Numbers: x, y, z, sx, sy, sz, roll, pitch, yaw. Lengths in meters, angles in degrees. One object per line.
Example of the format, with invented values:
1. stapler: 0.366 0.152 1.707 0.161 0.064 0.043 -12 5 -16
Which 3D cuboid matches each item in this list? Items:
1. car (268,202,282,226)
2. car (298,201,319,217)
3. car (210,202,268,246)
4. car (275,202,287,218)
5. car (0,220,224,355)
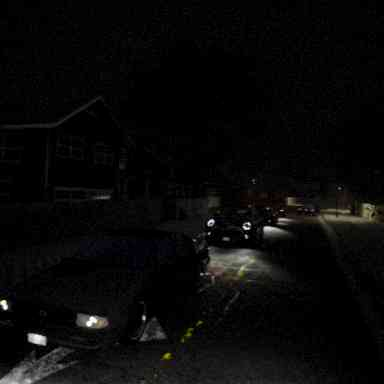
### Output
1. car: 5.451 1.735 25.353 1.994 1.385 4.181 2 0 20
2. car: 13.226 2.004 38.238 2.033 1.411 5.357 2 0 21
3. car: 2.183 1.409 16.020 2.097 1.767 4.553 2 0 19
4. car: 8.802 1.811 34.759 1.812 1.442 4.674 2 0 20
5. car: -1.074 1.489 6.688 2.033 1.411 5.357 2 0 19
